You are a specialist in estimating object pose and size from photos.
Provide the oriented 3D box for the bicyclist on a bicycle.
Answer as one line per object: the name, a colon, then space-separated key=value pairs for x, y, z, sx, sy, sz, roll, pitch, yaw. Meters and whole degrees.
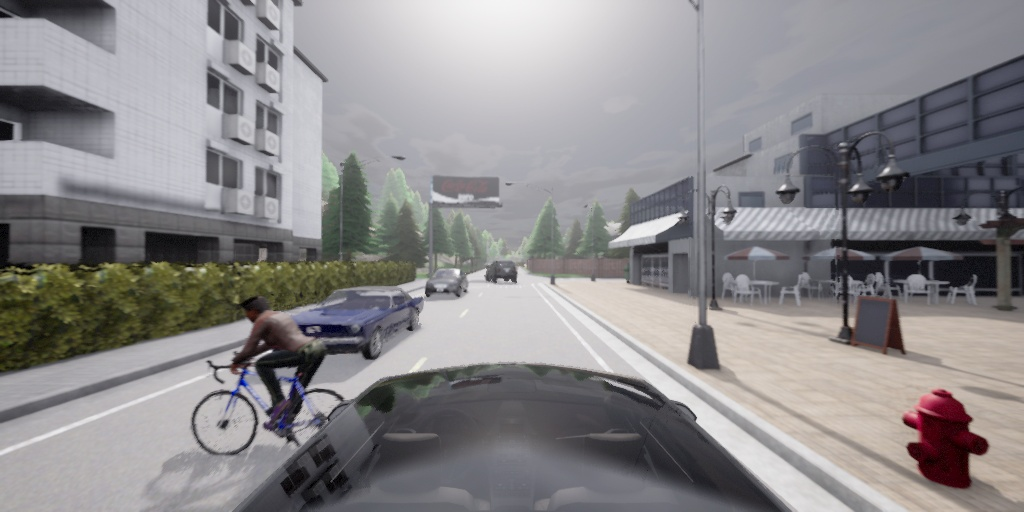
bicyclist on a bicycle: x=-2.439 y=1.228 z=3.643 sx=1.656 sy=1.620 sz=0.582 roll=-1 pitch=-1 yaw=0

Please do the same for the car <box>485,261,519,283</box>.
car: x=-1.102 y=1.490 z=34.025 sx=2.150 sy=2.045 sz=5.566 roll=1 pitch=-2 yaw=-14

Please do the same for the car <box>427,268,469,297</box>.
car: x=-3.636 y=1.480 z=20.636 sx=2.128 sy=1.511 sz=4.902 roll=0 pitch=-1 yaw=0

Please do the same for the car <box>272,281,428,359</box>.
car: x=-3.619 y=1.440 z=8.750 sx=1.895 sy=1.301 sz=4.718 roll=0 pitch=-1 yaw=0
